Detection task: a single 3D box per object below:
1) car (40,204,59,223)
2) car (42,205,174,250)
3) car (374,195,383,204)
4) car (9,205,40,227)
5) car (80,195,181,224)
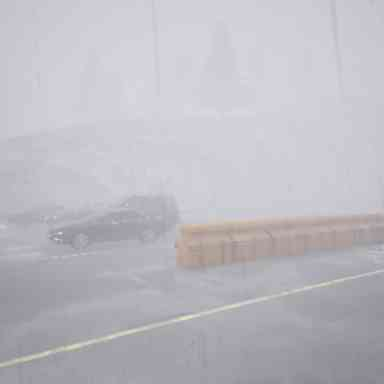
[{"bbox_3d":[-6.423,1.436,20.587,4.902,1.511,2.128,0,0,-33],"label":"car"},{"bbox_3d":[-3.483,1.470,14.202,4.892,1.490,1.837,1,-1,-33],"label":"car"},{"bbox_3d":[25.251,1.087,42.567,4.892,1.490,1.837,0,0,-29],"label":"car"},{"bbox_3d":[-9.977,1.496,22.435,4.181,1.385,1.994,0,0,-33],"label":"car"},{"bbox_3d":[-3.268,1.178,18.525,5.566,2.045,2.150,0,0,-32],"label":"car"}]
